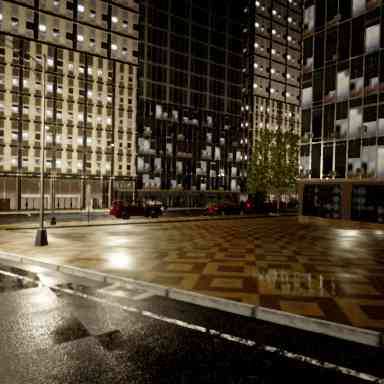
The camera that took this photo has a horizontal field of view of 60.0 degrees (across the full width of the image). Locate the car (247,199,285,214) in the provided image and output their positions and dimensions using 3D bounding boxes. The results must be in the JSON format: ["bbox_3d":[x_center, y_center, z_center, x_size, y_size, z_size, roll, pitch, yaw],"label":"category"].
[{"bbox_3d":[8.695,1.780,41.206,5.009,1.841,2.192,1,1,-35],"label":"car"}]

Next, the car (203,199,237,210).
[{"bbox_3d":[4.088,1.781,47.605,4.829,1.417,1.752,1,1,-35],"label":"car"}]

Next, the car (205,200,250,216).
[{"bbox_3d":[4.019,1.963,37.998,4.507,1.381,1.887,1,1,-35],"label":"car"}]

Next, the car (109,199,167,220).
[{"bbox_3d":[-5.318,1.642,31.570,5.009,1.841,2.192,1,1,-35],"label":"car"}]

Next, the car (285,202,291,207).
[{"bbox_3d":[13.569,1.932,54.127,4.206,1.307,1.802,1,1,-35],"label":"car"}]

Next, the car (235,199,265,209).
[{"bbox_3d":[8.899,1.869,50.915,4.313,1.339,1.947,1,1,-35],"label":"car"}]

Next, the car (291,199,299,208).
[{"bbox_3d":[18.241,1.962,57.338,4.313,1.339,1.947,1,1,-35],"label":"car"}]
